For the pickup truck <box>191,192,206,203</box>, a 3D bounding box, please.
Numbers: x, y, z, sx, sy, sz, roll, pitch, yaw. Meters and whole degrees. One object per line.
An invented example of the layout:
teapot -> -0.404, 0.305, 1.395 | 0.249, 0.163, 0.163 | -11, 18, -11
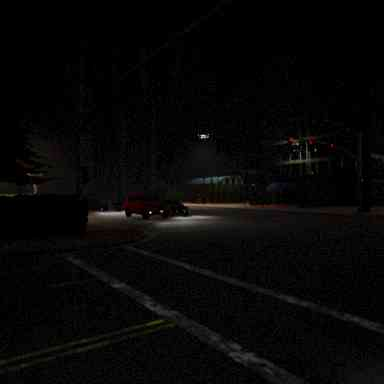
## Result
pickup truck -> 1.128, 1.050, 62.367 | 2.390, 2.098, 6.274 | 0, 0, -6

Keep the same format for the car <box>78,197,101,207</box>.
car -> -15.917, 1.501, 51.483 | 1.837, 1.490, 4.892 | 0, 0, -36

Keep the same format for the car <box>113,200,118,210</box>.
car -> -8.397, 1.560, 41.089 | 1.994, 1.385, 4.181 | 0, 0, -36

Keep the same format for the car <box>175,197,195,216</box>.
car -> -2.135, 1.501, 32.472 | 1.837, 1.490, 4.892 | 0, 0, -36

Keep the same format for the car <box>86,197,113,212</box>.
car -> -11.440, 1.598, 39.320 | 1.895, 1.301, 4.718 | 0, 0, -36

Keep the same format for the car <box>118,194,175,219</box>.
car -> -4.087, 1.218, 29.204 | 2.150, 2.045, 5.566 | 0, 0, -36
